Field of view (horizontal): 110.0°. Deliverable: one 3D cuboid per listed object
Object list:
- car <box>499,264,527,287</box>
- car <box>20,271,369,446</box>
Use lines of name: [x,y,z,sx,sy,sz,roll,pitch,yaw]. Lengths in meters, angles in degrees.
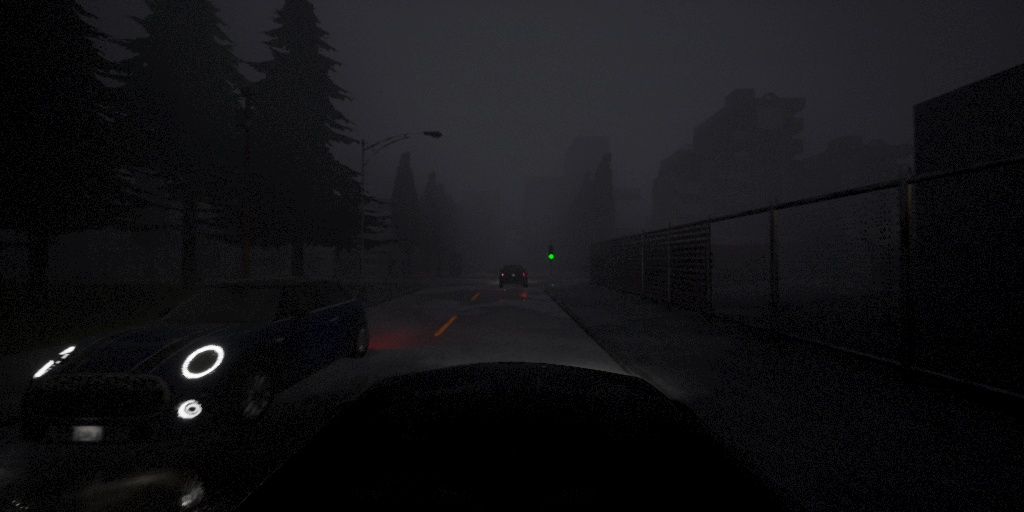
car: [0.036,1.427,28.141,2.097,1.767,4.553,0,-1,-2]
car: [-4.083,1.153,5.710,2.097,1.767,4.553,0,-1,0]
